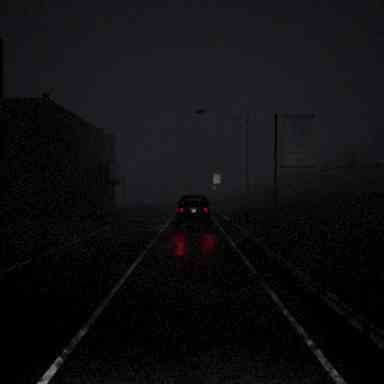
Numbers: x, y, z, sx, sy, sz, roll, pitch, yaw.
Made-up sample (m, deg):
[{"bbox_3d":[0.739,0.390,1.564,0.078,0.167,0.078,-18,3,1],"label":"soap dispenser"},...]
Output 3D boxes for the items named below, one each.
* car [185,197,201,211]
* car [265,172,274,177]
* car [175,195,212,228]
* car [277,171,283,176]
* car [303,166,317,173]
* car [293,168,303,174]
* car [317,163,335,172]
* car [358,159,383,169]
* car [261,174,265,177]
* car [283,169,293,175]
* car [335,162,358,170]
[{"bbox_3d":[0.092,1.405,41.364,1.882,1.535,5.008,0,0,0],"label":"car"},{"bbox_3d":[21.479,-4.460,87.232,2.185,1.767,4.553,0,1,-1],"label":"car"},{"bbox_3d":[0.094,1.176,21.751,2.150,2.045,5.566,0,0,0],"label":"car"},{"bbox_3d":[21.719,-4.184,76.296,2.231,1.521,4.892,0,1,-1],"label":"car"},{"bbox_3d":[22.436,-3.877,59.700,2.097,1.535,5.008,0,1,-4],"label":"car"},{"bbox_3d":[22.083,-3.949,65.237,2.002,1.452,4.674,0,1,-3],"label":"car"},{"bbox_3d":[22.905,-3.892,54.194,2.185,1.767,4.553,0,1,-5],"label":"car"},{"bbox_3d":[24.229,-3.501,43.031,2.002,1.452,4.674,0,1,-7],"label":"car"},{"bbox_3d":[21.359,-4.368,92.726,2.002,1.452,4.674,0,1,-1],"label":"car"},{"bbox_3d":[21.848,-4.095,70.778,2.231,1.521,4.892,0,1,-1],"label":"car"},{"bbox_3d":[23.526,-3.622,48.504,2.163,1.488,4.792,0,1,-6],"label":"car"}]
